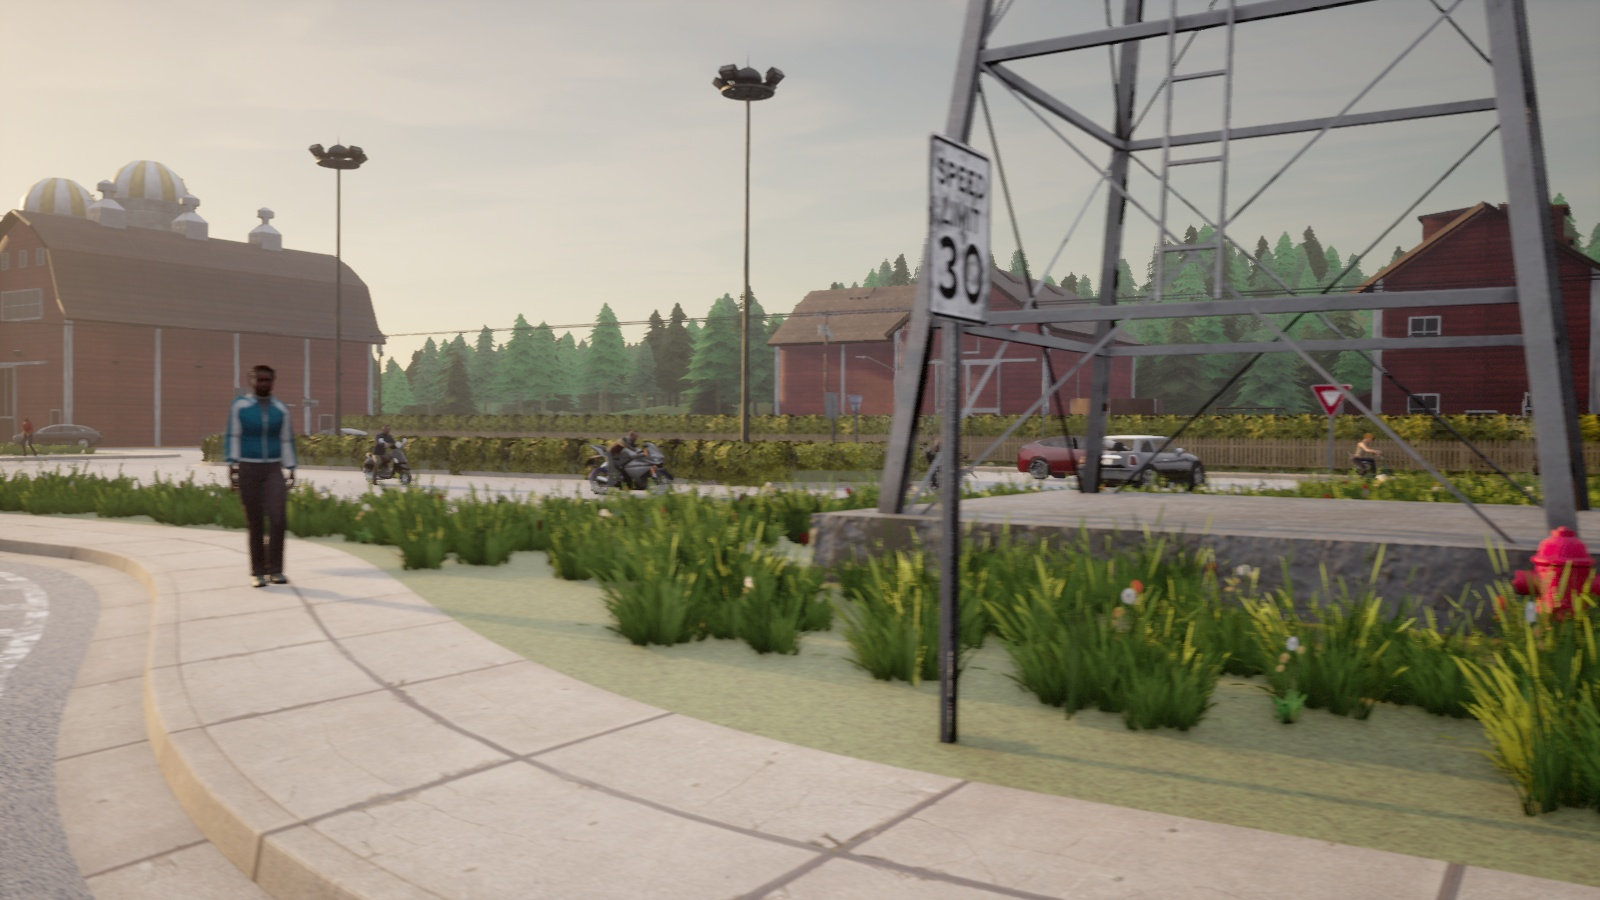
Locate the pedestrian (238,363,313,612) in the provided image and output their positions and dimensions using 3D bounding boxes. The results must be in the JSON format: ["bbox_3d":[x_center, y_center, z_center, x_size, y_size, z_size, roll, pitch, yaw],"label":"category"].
[{"bbox_3d":[-4.229,0.285,10.116,0.396,1.930,0.692,-1,1,-34],"label":"pedestrian"}]

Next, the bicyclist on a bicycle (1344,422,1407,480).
[{"bbox_3d":[16.362,0.022,35.685,1.509,1.612,0.866,0,1,33],"label":"bicyclist on a bicycle"}]

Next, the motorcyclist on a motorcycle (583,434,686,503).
[{"bbox_3d":[-3.755,0.405,28.493,2.191,1.530,0.866,0,1,25],"label":"motorcyclist on a motorcycle"}]

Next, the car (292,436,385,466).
[{"bbox_3d":[-24.335,0.037,66.205,4.792,1.488,2.163,0,1,33],"label":"car"}]

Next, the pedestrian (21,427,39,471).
[{"bbox_3d":[-32.825,-0.054,53.524,0.331,1.846,0.636,0,1,3],"label":"pedestrian"}]

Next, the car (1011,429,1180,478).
[{"bbox_3d":[9.427,0.087,40.178,4.792,1.488,2.163,0,1,33],"label":"car"}]

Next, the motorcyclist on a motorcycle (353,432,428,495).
[{"bbox_3d":[-10.622,0.330,32.578,1.817,1.590,0.866,0,1,33],"label":"motorcyclist on a motorcycle"}]

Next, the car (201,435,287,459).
[{"bbox_3d":[-36.104,-0.209,81.551,4.902,1.511,2.128,-1,1,-29],"label":"car"}]

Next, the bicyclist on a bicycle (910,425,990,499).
[{"bbox_3d":[3.347,0.264,28.028,1.656,1.620,0.582,0,1,-14],"label":"bicyclist on a bicycle"}]

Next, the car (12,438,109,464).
[{"bbox_3d":[-45.367,0.024,77.159,4.892,1.490,1.837,-1,1,-23],"label":"car"}]

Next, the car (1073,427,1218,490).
[{"bbox_3d":[8.811,0.173,31.864,1.970,1.475,3.806,0,1,43],"label":"car"}]
